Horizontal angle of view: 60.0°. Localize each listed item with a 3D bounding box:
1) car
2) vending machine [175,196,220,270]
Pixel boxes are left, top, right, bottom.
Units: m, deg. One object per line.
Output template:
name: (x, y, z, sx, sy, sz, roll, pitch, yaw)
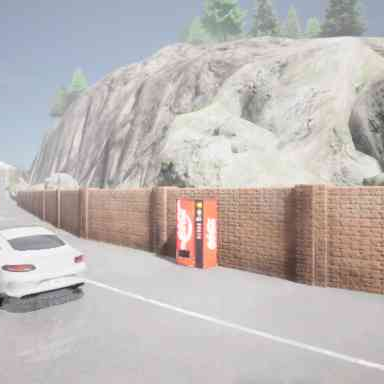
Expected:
car: (-4.262, 1.525, 7.934, 4.674, 1.442, 1.812, 0, 0, 43)
vending machine: (0.172, 1.195, 10.270, 0.880, 2.100, 1.100, 0, 0, 42)
